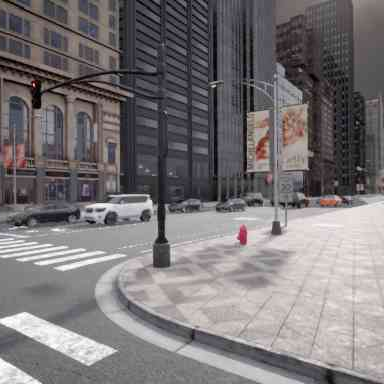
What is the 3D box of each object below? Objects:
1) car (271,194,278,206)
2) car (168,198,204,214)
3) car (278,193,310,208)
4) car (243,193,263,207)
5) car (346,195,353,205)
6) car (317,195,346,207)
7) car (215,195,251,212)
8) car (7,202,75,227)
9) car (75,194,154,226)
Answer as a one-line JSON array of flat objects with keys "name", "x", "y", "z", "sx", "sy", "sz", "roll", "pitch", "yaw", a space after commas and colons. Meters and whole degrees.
[{"name": "car", "x": 13.804, "y": 1.115, "z": 50.075, "sx": 2.150, "sy": 2.045, "sz": 5.566, "roll": -1, "pitch": 0, "yaw": 35}, {"name": "car", "x": -0.614, "y": 1.458, "z": 35.572, "sx": 1.837, "sy": 1.490, "sz": 4.892, "roll": -1, "pitch": -1, "yaw": 35}, {"name": "car", "x": 13.980, "y": 1.090, "z": 44.548, "sx": 2.150, "sy": 2.045, "sz": 5.566, "roll": -1, "pitch": 0, "yaw": 35}, {"name": "car", "x": 8.404, "y": 1.142, "z": 48.170, "sx": 2.150, "sy": 2.045, "sz": 5.566, "roll": -1, "pitch": 0, "yaw": 36}, {"name": "car", "x": 25.240, "y": 1.331, "z": 54.767, "sx": 1.837, "sy": 1.490, "sz": 4.892, "roll": -1, "pitch": 0, "yaw": 35}, {"name": "car", "x": 19.856, "y": 1.188, "z": 47.201, "sx": 2.097, "sy": 1.767, "sz": 4.553, "roll": -1, "pitch": 0, "yaw": 36}, {"name": "car", "x": 4.383, "y": 1.422, "z": 36.984, "sx": 1.837, "sy": 1.490, "sz": 4.892, "roll": -1, "pitch": 0, "yaw": 35}, {"name": "car", "x": -9.892, "y": 1.497, "z": 22.603, "sx": 1.837, "sy": 1.490, "sz": 4.892, "roll": 0, "pitch": 0, "yaw": 36}, {"name": "car", "x": -5.100, "y": 1.181, "z": 23.665, "sx": 2.150, "sy": 2.045, "sz": 5.566, "roll": -1, "pitch": 0, "yaw": 35}]
